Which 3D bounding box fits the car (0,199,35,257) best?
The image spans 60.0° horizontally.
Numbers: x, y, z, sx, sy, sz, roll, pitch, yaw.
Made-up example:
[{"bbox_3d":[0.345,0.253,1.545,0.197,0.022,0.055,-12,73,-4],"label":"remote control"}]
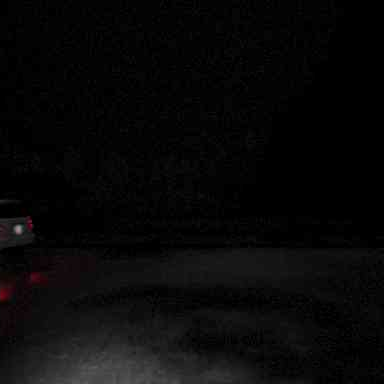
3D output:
[{"bbox_3d":[-8.147,1.247,11.285,5.566,2.045,2.150,0,-1,14],"label":"car"}]
